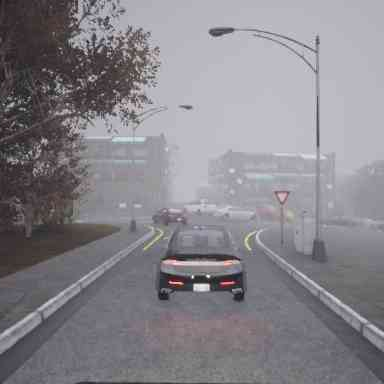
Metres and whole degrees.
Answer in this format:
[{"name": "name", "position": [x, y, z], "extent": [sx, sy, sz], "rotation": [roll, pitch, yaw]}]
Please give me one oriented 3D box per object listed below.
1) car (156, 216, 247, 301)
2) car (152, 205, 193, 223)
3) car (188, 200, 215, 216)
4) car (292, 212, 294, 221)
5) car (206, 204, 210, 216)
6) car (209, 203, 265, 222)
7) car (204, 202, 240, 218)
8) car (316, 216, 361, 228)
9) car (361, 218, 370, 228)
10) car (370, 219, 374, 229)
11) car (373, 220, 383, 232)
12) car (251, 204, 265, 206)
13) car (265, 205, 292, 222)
[{"name": "car", "position": [0.217, 1.589, 8.538], "extent": [2.128, 1.511, 4.902], "rotation": [0, -1, 1]}, {"name": "car", "position": [-1.902, 2.009, 28.208], "extent": [1.812, 1.442, 4.674], "rotation": [0, -1, -23]}, {"name": "car", "position": [0.919, 1.975, 41.982], "extent": [2.435, 2.045, 5.566], "rotation": [1, -2, -31]}, {"name": "car", "position": [12.547, 3.194, 44.600], "extent": [1.946, 1.575, 5.366], "rotation": [6, -3, -31]}, {"name": "car", "position": [4.395, 2.403, 37.417], "extent": [4.718, 1.301, 1.895], "rotation": [4, -2, -11]}, {"name": "car", "position": [4.477, 2.223, 33.583], "extent": [4.674, 1.442, 1.812], "rotation": [3, -2, -10]}, {"name": "car", "position": [3.785, 2.260, 42.638], "extent": [2.185, 1.767, 4.553], "rotation": [4, -3, -32]}, {"name": "car", "position": [17.283, 3.575, 40.019], "extent": [4.718, 1.301, 1.895], "rotation": [5, -2, -11]}, {"name": "car", "position": [21.486, 4.084, 46.186], "extent": [2.002, 1.452, 4.674], "rotation": [6, -3, -31]}, {"name": "car", "position": [24.444, 4.367, 46.769], "extent": [2.002, 1.452, 4.674], "rotation": [7, -3, -31]}, {"name": "car", "position": [23.420, 4.029, 37.285], "extent": [4.718, 1.301, 1.895], "rotation": [5, -2, -11]}, {"name": "car", "position": [6.746, 2.504, 43.205], "extent": [2.185, 1.767, 4.553], "rotation": [6, -3, -32]}, {"name": "car", "position": [9.730, 2.665, 43.832], "extent": [2.435, 2.045, 5.566], "rotation": [7, -3, -32]}]
